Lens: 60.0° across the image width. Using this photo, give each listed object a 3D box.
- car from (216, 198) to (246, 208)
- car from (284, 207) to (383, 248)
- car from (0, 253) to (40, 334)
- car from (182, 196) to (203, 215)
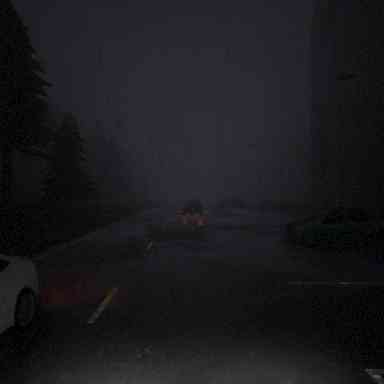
[{"bbox_3d":[5.511,1.550,47.234,4.181,1.381,1.994,0,0,-1],"label":"car"},{"bbox_3d":[6.029,1.483,14.226,3.988,1.617,1.851,0,0,-1],"label":"car"},{"bbox_3d":[-3.595,1.526,4.138,1.812,1.442,4.674,0,0,0],"label":"car"},{"bbox_3d":[0.066,1.478,33.545,1.882,1.535,5.008,0,0,0],"label":"car"}]
